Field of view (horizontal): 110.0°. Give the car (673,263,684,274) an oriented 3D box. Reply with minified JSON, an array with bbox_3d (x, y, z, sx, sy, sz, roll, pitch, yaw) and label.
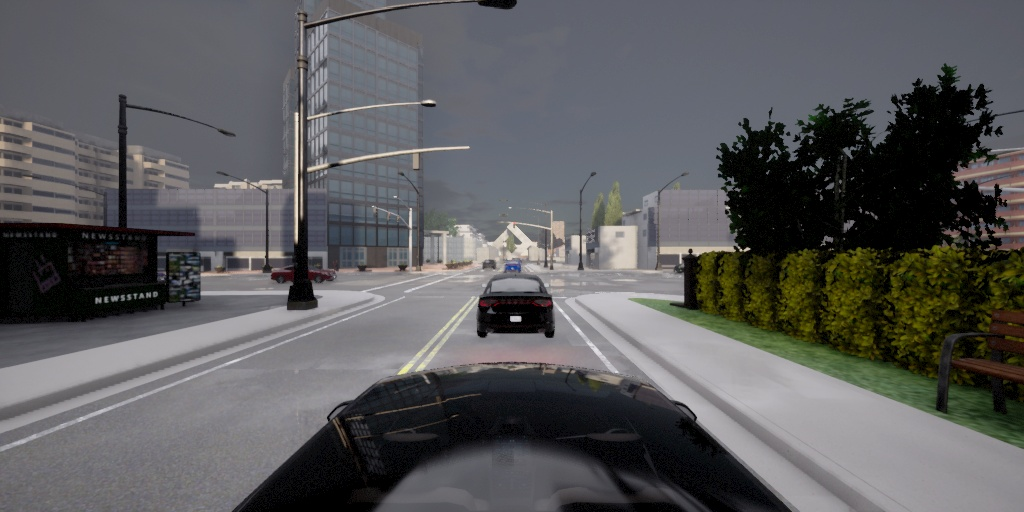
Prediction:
[{"bbox_3d":[19.965,1.057,38.807,4.553,1.767,2.097,0,0,0],"label":"car"}]

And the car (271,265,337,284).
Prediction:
[{"bbox_3d":[-16.175,1.382,27.938,4.674,1.442,1.812,-1,0,0],"label":"car"}]

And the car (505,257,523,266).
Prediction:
[{"bbox_3d":[0.121,1.236,43.289,1.882,1.535,5.008,0,0,2],"label":"car"}]

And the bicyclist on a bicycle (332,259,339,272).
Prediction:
[{"bbox_3d":[-21.849,1.215,44.395,0.582,1.620,1.656,-1,0,0],"label":"bicyclist on a bicycle"}]

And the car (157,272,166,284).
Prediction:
[{"bbox_3d":[-29.438,1.545,27.881,4.674,1.442,1.812,-1,0,1],"label":"car"}]

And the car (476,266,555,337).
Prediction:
[{"bbox_3d":[0.104,1.228,10.349,1.882,1.535,5.008,0,0,1],"label":"car"}]

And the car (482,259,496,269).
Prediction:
[{"bbox_3d":[-3.412,1.227,54.129,1.882,1.535,5.008,0,0,0],"label":"car"}]
